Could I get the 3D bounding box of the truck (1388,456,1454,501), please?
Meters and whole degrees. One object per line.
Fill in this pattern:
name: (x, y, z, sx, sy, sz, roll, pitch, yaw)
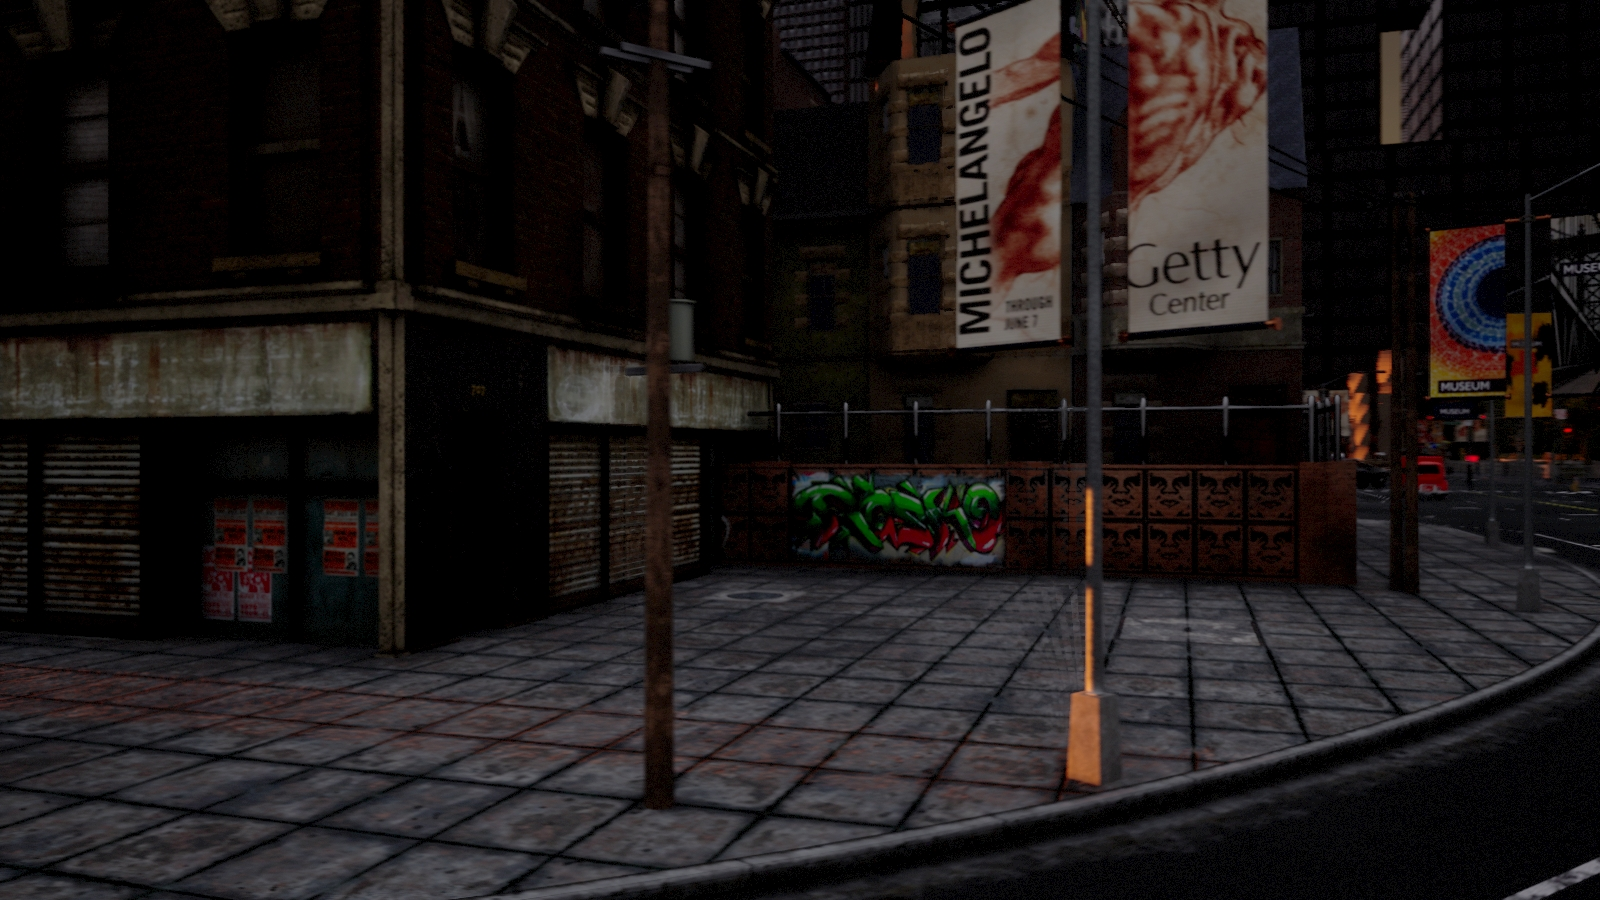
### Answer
truck: (36.074, 1.603, 66.513, 2.627, 2.467, 5.204, 0, 0, 20)
